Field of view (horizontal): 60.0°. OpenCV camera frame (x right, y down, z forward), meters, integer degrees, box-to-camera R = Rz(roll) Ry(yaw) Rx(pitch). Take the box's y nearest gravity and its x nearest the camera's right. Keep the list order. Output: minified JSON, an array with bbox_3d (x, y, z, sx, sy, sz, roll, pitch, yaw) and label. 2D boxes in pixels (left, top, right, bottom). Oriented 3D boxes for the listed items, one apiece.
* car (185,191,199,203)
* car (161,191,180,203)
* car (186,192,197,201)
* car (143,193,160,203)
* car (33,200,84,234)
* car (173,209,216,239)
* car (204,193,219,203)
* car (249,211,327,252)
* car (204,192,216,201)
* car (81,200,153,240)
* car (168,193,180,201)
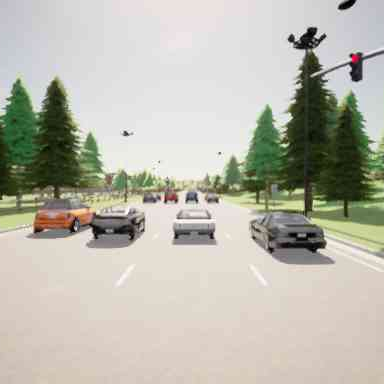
[{"bbox_3d":[-0.011,0.837,55.642,2.150,2.045,5.566,0,0,0],"label":"car"},{"bbox_3d":[-3.511,0.837,55.641,2.150,2.045,5.566,0,0,0],"label":"car"},{"bbox_3d":[-0.013,0.907,66.002,2.097,1.767,4.553,0,0,0],"label":"car"},{"bbox_3d":[-7.011,0.965,55.998,2.097,1.767,4.553,0,0,0],"label":"car"},{"bbox_3d":[-6.904,1.222,18.582,2.097,1.767,4.553,0,0,0],"label":"car"},{"bbox_3d":[0.097,1.485,16.651,1.895,1.301,4.718,0,0,0],"label":"car"},{"bbox_3d":[3.489,1.108,55.614,2.128,1.511,4.902,0,0,0],"label":"car"},{"bbox_3d":[3.597,1.454,13.413,2.033,1.411,5.357,0,0,0],"label":"car"},{"bbox_3d":[3.487,0.907,66.003,2.097,1.767,4.553,0,0,0],"label":"car"},{"bbox_3d":[-3.403,1.379,16.158,2.128,1.511,4.902,0,0,0],"label":"car"},{"bbox_3d":[-3.513,1.037,66.033,2.128,1.511,4.902,0,0,0],"label":"car"}]
